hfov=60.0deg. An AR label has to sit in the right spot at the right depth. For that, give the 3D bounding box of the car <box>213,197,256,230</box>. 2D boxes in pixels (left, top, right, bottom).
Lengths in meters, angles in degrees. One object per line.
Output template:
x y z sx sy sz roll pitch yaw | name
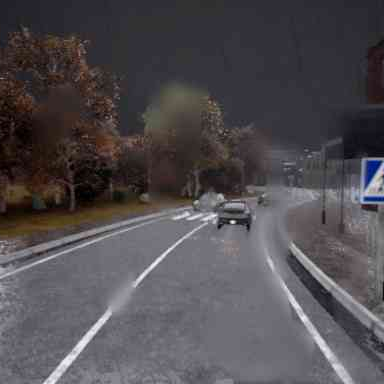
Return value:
2.703 1.300 19.959 1.837 1.490 4.892 1 1 13 | car

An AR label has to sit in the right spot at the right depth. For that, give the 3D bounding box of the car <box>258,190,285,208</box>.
8.803 0.916 37.530 1.882 1.535 5.008 2 2 24 | car

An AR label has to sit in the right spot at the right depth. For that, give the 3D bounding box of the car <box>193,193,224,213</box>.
1.684 0.880 29.655 2.097 1.767 4.553 2 2 19 | car

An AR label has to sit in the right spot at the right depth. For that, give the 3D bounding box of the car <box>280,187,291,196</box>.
19.079 -0.181 67.723 2.097 1.767 4.553 2 3 18 | car
